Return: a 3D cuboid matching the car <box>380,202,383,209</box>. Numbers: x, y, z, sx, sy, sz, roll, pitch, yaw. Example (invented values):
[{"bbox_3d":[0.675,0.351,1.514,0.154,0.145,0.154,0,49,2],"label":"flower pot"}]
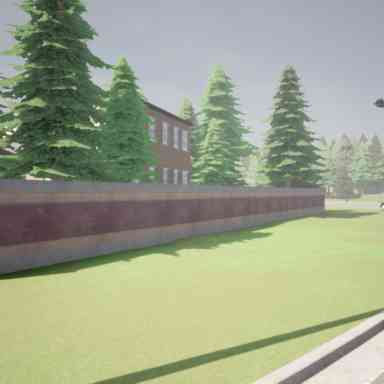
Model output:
[{"bbox_3d":[25.199,1.501,40.693,1.837,1.490,4.892,0,0,-6],"label":"car"}]
